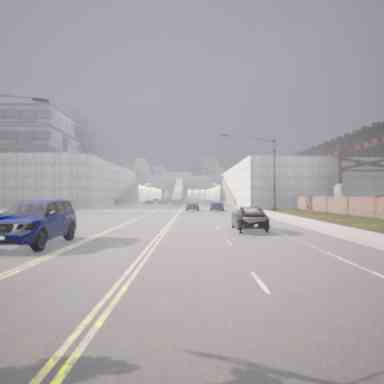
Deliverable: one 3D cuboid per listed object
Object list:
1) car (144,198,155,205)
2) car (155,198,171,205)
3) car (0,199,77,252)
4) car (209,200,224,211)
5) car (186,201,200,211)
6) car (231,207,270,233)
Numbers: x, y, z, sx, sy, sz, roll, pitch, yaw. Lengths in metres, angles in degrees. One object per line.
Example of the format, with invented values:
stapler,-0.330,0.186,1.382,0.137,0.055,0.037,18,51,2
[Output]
car,-10.499,2.391,80.470,1.895,1.301,4.718,0,-1,0
car,-6.999,2.152,80.532,2.097,1.767,4.553,0,-1,0
car,-7.022,1.372,15.046,2.150,2.045,5.566,0,-1,0
car,3.597,1.965,49.294,1.882,1.535,5.008,0,-1,0
car,0.098,2.018,49.717,1.812,1.442,4.674,0,-1,0
car,3.601,1.701,21.082,2.128,1.511,4.902,0,-1,0
